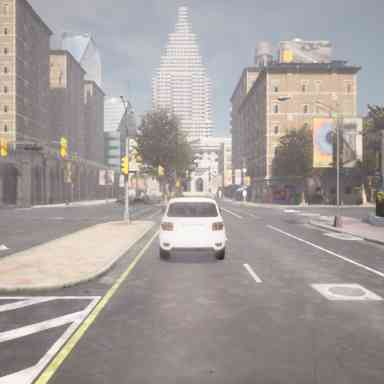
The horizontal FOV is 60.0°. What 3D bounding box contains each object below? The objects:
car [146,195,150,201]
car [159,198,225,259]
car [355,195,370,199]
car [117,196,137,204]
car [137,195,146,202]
[{"bbox_3d":[-12.285,1.500,88.981,1.837,1.490,4.892,0,0,-1],"label":"car"},{"bbox_3d":[-0.007,1.221,12.778,2.150,2.045,5.566,0,0,-1],"label":"car"},{"bbox_3d":[37.283,1.481,75.392,2.231,1.521,4.892,0,0,-1],"label":"car"},{"bbox_3d":[-12.102,1.504,62.170,1.837,1.490,4.892,0,0,0],"label":"car"},{"bbox_3d":[-12.157,1.595,74.528,1.895,1.301,4.718,0,0,-1],"label":"car"}]
